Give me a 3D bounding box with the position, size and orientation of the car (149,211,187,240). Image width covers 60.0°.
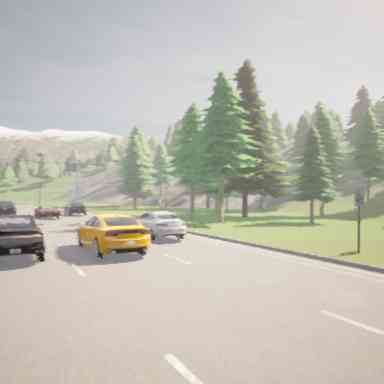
[{"bbox_3d":[-1.950,1.763,18.191,1.812,1.442,4.674,1,-1,-30],"label":"car"}]

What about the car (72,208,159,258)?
[{"bbox_3d":[-3.345,1.635,13.618,1.882,1.535,5.008,1,-1,-30],"label":"car"}]

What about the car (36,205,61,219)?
[{"bbox_3d":[-13.958,1.899,31.955,1.895,1.301,4.718,1,-1,-30],"label":"car"}]

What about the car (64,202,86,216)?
[{"bbox_3d":[-13.300,1.892,37.813,1.837,1.490,4.892,1,-1,-30],"label":"car"}]

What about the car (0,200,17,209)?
[{"bbox_3d":[-18.434,1.609,32.715,2.097,1.767,4.553,1,-1,-30],"label":"car"}]

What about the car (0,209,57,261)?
[{"bbox_3d":[-6.545,1.592,12.163,2.128,1.511,4.902,1,-1,-30],"label":"car"}]
